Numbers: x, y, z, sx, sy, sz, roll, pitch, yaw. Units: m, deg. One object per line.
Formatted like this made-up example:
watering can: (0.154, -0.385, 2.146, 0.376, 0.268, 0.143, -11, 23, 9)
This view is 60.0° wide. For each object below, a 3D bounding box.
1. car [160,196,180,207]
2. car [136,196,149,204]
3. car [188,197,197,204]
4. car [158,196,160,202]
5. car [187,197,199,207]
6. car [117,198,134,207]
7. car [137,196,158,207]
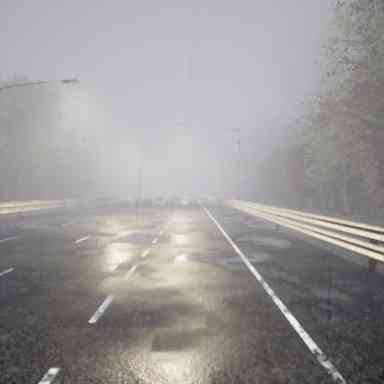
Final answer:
car: (-3.399, 1.575, 52.090, 2.128, 1.511, 4.902, 0, 0, 0)
car: (-10.368, 1.646, 70.153, 2.033, 1.411, 5.357, 0, 0, 0)
car: (0.133, 1.730, 70.793, 1.895, 1.301, 4.718, 0, 0, 0)
car: (-6.867, 1.614, 70.494, 1.837, 1.490, 4.892, 0, 0, 0)
car: (0.101, 1.639, 52.064, 2.033, 1.411, 5.357, 0, 0, 0)
car: (-10.399, 1.612, 52.082, 2.033, 1.411, 5.357, 0, 0, 0)
car: (-6.899, 1.578, 52.095, 1.837, 1.490, 4.892, 0, 0, 0)
